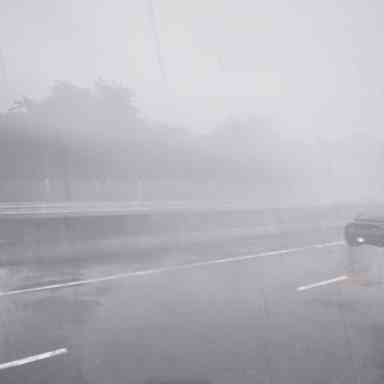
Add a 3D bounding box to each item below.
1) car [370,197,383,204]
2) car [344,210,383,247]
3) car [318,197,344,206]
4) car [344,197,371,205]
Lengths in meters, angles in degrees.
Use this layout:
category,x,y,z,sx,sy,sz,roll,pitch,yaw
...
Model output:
category,x,y,z,sx,sy,sz,roll,pitch,yaw
car,22.075,1.376,36.092,5.357,1.411,2.033,-1,1,-33
car,8.308,1.535,13.837,4.892,1.490,1.837,0,0,-35
car,18.336,1.371,42.008,5.357,1.411,2.033,-1,1,-33
car,20.542,1.325,39.264,4.892,1.490,1.837,-1,1,-33
